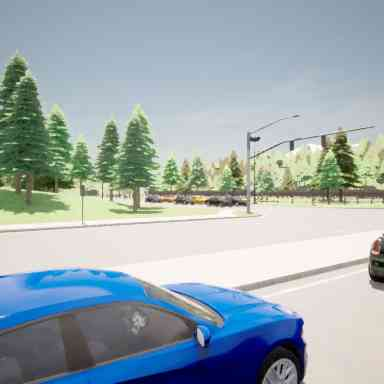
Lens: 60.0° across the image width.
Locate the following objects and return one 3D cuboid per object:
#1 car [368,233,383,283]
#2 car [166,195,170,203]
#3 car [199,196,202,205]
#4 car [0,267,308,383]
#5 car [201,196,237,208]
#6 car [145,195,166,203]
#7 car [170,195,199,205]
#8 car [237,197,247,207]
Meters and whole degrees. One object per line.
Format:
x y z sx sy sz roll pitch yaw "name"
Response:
6.500 1.352 8.408 4.553 1.767 2.097 0 0 -35 "car"
-4.577 1.352 68.470 2.097 1.767 4.553 0 0 -35 "car"
1.162 1.478 60.137 1.882 1.535 5.008 0 0 -35 "car"
-0.996 1.478 3.037 5.008 1.535 1.882 0 0 -35 "car"
4.014 1.478 49.916 1.882 1.535 5.008 0 0 -35 "car"
-7.823 1.503 66.978 1.837 1.490 4.892 0 0 -34 "car"
-1.361 1.505 57.624 1.837 1.490 4.892 0 0 -35 "car"
6.634 1.478 52.280 1.882 1.535 5.008 0 0 -35 "car"
